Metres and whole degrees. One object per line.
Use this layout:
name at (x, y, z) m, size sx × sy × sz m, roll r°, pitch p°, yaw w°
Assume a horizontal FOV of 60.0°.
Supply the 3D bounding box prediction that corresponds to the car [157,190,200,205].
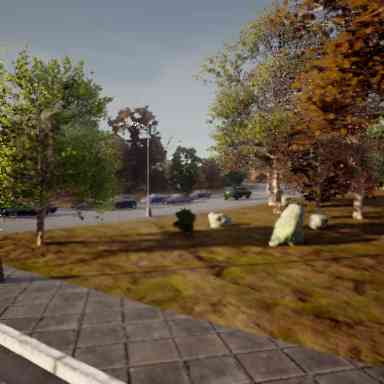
car at (-1.778, 0.888, 45.688) m, size 2.033 × 1.411 × 5.357 m, roll 0°, pitch 3°, yaw 39°

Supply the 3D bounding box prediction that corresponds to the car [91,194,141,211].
car at (-8.429, 1.103, 37.404) m, size 2.097 × 1.767 × 4.553 m, roll 0°, pitch 2°, yaw 39°

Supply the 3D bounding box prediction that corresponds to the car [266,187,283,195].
car at (15.215, -0.230, 61.541) m, size 1.994 × 1.385 × 4.181 m, roll 0°, pitch 3°, yaw 35°

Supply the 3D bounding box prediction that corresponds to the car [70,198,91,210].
car at (-11.501, 1.317, 39.172) m, size 2.033 × 1.411 × 5.357 m, roll 0°, pitch 2°, yaw 39°

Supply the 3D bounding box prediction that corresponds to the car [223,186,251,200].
car at (6.904, 0.105, 50.623) m, size 2.150 × 2.045 × 5.566 m, roll 0°, pitch 3°, yaw 39°

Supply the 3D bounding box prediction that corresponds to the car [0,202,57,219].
car at (-14.669, 1.566, 29.625) m, size 1.895 × 1.301 × 4.718 m, roll 0°, pitch 1°, yaw 39°

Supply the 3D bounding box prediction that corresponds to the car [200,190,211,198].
car at (1.194, 0.389, 54.910) m, size 2.128 × 1.511 × 4.902 m, roll 0°, pitch 3°, yaw 39°

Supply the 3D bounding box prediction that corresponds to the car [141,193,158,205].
car at (-5.324, 0.929, 46.846) m, size 1.812 × 1.442 × 4.674 m, roll 0°, pitch 3°, yaw 39°
